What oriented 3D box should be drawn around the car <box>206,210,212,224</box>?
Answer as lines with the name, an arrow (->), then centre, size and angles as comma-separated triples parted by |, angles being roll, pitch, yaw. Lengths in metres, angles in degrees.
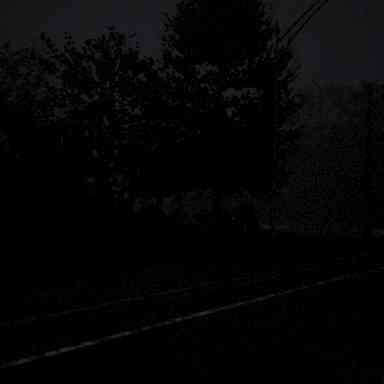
car -> 2.642, 2.350, 30.178 | 1.882, 1.535, 5.008 | 3, -4, -39
